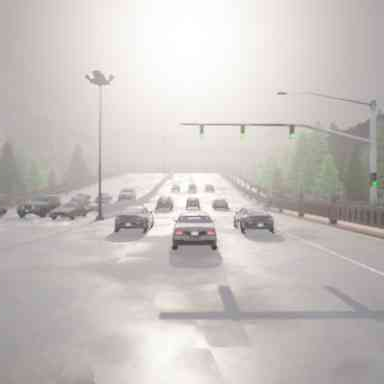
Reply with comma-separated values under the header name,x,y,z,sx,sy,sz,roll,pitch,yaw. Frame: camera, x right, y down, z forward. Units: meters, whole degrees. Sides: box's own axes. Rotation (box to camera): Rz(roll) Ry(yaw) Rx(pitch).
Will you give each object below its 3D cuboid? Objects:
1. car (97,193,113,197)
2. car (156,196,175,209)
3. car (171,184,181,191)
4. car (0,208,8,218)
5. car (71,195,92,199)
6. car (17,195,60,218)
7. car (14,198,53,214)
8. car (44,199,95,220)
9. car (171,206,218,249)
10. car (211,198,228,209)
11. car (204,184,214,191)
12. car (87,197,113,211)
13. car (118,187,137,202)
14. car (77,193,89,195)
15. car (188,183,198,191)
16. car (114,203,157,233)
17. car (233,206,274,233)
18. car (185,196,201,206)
name,x,y,z,sx,sy,sz,roll,pitch,yaw
car,-13.990,0.804,53.176,1.994,1.385,4.181,0,5,1
car,-3.387,1.227,42.846,2.097,1.767,4.553,0,2,0
car,-3.350,-1.032,69.762,1.895,1.301,4.718,0,7,0
car,-17.618,1.656,27.800,1.895,1.301,4.718,0,0,1
car,-14.052,1.466,41.619,2.033,1.411,5.357,0,2,1
car,-14.075,1.276,31.210,2.150,2.045,5.566,0,0,0
car,-17.577,1.507,37.206,1.882,1.535,5.008,0,1,0
car,-10.585,1.600,29.137,2.033,1.411,5.357,0,0,0
car,0.102,1.578,14.750,2.033,1.411,5.357,0,0,0
car,3.616,1.406,43.657,1.994,1.385,4.181,0,3,0
car,3.650,-1.070,69.687,1.994,1.385,4.181,0,7,0
car,-10.571,1.603,38.732,1.895,1.301,4.718,0,1,0
car,-10.466,0.377,54.116,2.150,2.045,5.566,0,5,1
car,-17.486,0.884,52.668,1.895,1.301,4.718,0,5,1
car,0.152,-1.174,70.114,1.837,1.490,4.892,0,7,0
car,-3.398,1.567,20.012,1.812,1.442,4.674,0,0,0
car,3.590,1.566,19.748,1.812,1.442,4.674,0,0,0
car,0.120,1.269,44.731,1.882,1.535,5.008,0,3,0
